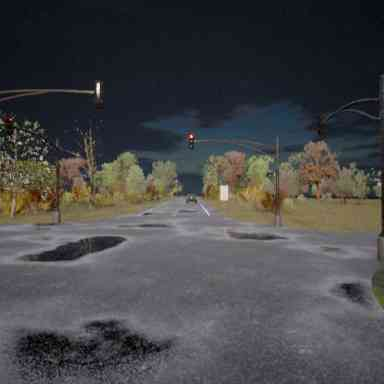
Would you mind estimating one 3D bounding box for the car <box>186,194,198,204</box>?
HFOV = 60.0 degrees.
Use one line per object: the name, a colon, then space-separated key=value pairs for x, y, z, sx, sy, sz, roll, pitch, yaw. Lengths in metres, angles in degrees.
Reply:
car: x=-0.067 y=1.341 z=67.538 sx=2.150 sy=2.045 sz=5.566 roll=0 pitch=0 yaw=0
